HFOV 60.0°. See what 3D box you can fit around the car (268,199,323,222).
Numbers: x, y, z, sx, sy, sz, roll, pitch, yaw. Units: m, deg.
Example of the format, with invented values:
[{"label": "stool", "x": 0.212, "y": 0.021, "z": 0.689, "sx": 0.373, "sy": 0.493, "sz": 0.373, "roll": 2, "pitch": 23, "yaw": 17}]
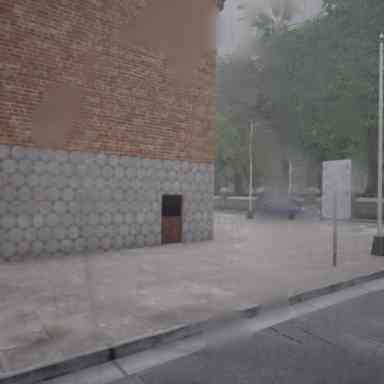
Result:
[{"label": "car", "x": 7.559, "y": 1.344, "z": 25.237, "sx": 2.097, "sy": 1.767, "sz": 4.553, "roll": 2, "pitch": -1, "yaw": -36}]
